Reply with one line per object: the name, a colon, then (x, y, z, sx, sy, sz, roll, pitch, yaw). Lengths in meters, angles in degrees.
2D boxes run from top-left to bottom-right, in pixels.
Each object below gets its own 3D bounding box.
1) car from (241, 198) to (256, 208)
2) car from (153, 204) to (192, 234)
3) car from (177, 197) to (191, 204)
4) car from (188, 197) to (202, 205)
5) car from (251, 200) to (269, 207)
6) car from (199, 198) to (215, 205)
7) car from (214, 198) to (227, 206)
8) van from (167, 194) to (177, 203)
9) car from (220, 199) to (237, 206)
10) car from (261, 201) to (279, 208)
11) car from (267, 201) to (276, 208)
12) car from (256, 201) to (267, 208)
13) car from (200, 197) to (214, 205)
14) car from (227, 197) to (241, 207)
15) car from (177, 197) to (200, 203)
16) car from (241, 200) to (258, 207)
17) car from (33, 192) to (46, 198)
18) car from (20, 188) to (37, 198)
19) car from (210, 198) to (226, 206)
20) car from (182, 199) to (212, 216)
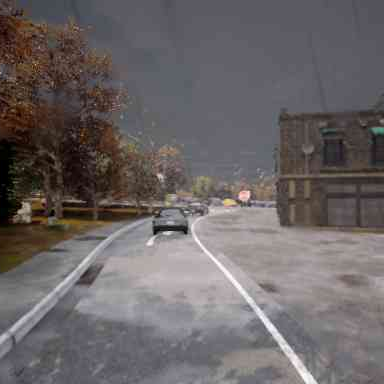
car: (9.873, 2.074, 66.761, 2.435, 2.045, 5.566, 3, -1, -16)
car: (-1.177, 1.602, 19.508, 1.994, 1.385, 4.181, 0, 0, -1)
car: (-1.984, 1.913, 76.910, 2.002, 1.452, 4.674, 4, -1, -16)
car: (0.685, 2.092, 77.685, 2.002, 1.452, 4.674, 4, -1, -16)
car: (16.740, 2.935, 82.338, 2.097, 1.535, 5.008, 2, -1, -16)
car: (3.469, 2.261, 78.521, 2.163, 1.488, 4.792, 4, -1, -16)
car: (4.524, 1.866, 65.211, 2.185, 1.767, 4.553, 4, -1, -16)
van: (-4.495, 1.478, 76.049, 1.878, 1.987, 4.442, 4, -1, -16)
car: (8.785, 2.545, 80.227, 1.946, 1.575, 5.366, 3, -1, -16)
car: (19.540, 3.054, 83.151, 2.231, 1.521, 4.892, 2, -1, -16)
car: (15.215, 2.649, 68.251, 2.163, 1.488, 4.792, 3, -1, -16)
car: (12.544, 2.478, 67.499, 2.231, 1.521, 4.892, 3, -1, -16)
car: (1.845, 1.842, 64.430, 2.163, 1.488, 4.792, 4, -1, -16)
car: (7.190, 2.162, 65.946, 2.097, 1.535, 5.008, 3, -1, -16)
car: (-0.807, 1.663, 63.599, 2.163, 1.488, 4.792, 4, -1, -16)
car: (14.063, 2.813, 81.561, 2.097, 1.535, 5.008, 3, -1, -16)
car: (-30.464, 0.543, 68.334, 2.097, 1.535, 5.008, 4, -2, -16)
car: (-33.120, 0.219, 67.600, 2.185, 1.767, 4.553, 4, -2, -16)
car: (6.104, 2.392, 79.449, 1.946, 1.575, 5.366, 3, -1, -16)
car: (0.618, 1.770, 35.713, 1.812, 1.442, 4.674, 0, -1, 13)
